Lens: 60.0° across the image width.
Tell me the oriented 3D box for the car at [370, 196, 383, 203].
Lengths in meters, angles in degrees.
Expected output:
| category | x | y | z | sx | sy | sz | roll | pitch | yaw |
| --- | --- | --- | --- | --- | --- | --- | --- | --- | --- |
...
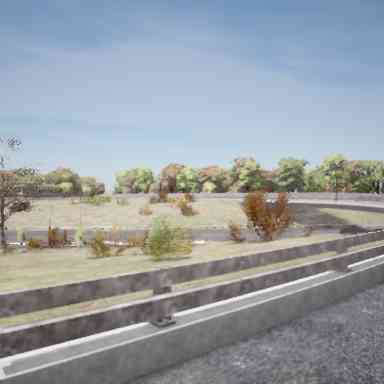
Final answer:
| category | x | y | z | sx | sy | sz | roll | pitch | yaw |
| --- | --- | --- | --- | --- | --- | --- | --- | --- | --- |
| car | 44.416 | 1.935 | 77.911 | 1.837 | 1.490 | 4.892 | 0 | -1 | 2 |
